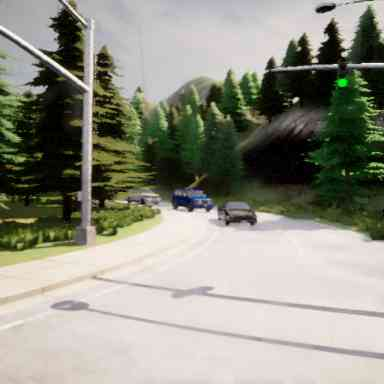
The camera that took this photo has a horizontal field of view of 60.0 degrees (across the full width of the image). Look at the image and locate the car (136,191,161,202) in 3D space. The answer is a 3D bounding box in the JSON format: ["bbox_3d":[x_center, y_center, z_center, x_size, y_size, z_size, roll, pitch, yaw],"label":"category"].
[{"bbox_3d":[-6.037,0.523,40.785,2.150,2.045,5.566,1,1,-39],"label":"car"}]

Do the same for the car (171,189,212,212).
[{"bbox_3d":[-0.075,0.780,31.829,2.150,2.045,5.566,1,1,-27],"label":"car"}]

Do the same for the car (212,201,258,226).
[{"bbox_3d":[2.847,1.306,21.909,2.033,1.411,5.357,1,1,-4],"label":"car"}]

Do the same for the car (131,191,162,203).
[{"bbox_3d":[-6.476,0.717,46.679,1.837,1.490,4.892,1,1,-42],"label":"car"}]
